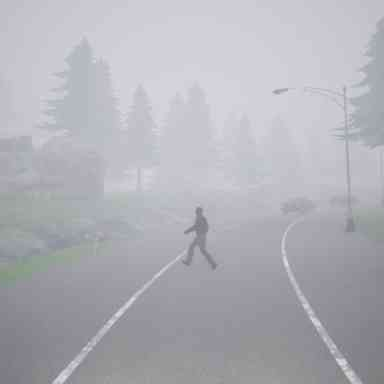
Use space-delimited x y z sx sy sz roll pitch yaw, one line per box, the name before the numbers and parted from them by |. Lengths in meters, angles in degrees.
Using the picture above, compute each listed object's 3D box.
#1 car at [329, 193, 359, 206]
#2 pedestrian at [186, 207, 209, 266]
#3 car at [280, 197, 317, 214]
car | 18.185 0.889 39.657 4.902 1.511 2.128 -1 -3 -41
pedestrian | 0.215 1.275 9.696 0.375 1.860 0.375 5 -5 11
car | 9.596 1.167 29.789 2.033 1.411 5.357 -4 -1 35
